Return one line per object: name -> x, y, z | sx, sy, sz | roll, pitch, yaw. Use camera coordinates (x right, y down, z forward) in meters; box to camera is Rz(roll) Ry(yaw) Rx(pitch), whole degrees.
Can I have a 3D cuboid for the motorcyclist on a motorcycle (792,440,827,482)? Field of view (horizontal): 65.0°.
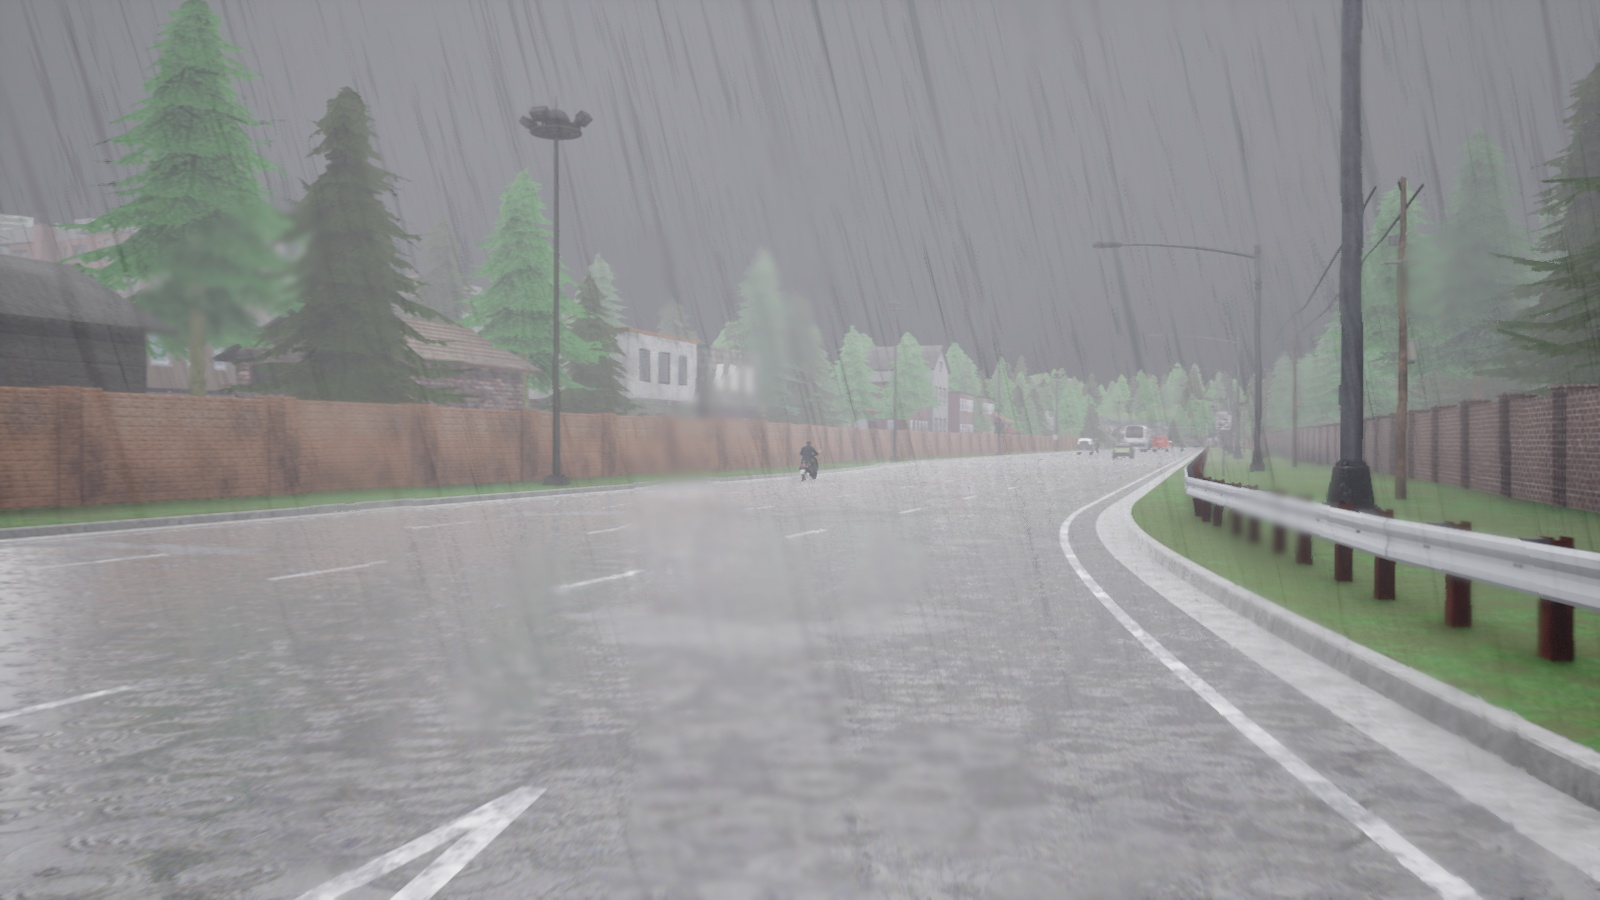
motorcyclist on a motorcycle -> 0.369, 0.421, 49.433 | 0.866, 1.590, 1.817 | 0, 0, 18
